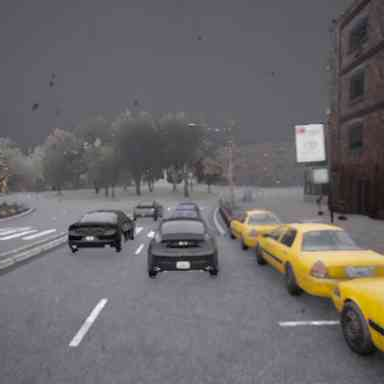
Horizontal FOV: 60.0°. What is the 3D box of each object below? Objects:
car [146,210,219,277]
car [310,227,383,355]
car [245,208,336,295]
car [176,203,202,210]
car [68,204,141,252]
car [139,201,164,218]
[{"bbox_3d":[-0.272,1.493,10.226,1.837,1.490,4.892,-1,-1,-2],"label":"car"},{"bbox_3d":[3.166,1.442,3.092,1.946,1.575,5.366,-1,0,-2],"label":"car"},{"bbox_3d":[2.950,1.437,8.613,1.946,1.575,5.366,-1,0,-2],"label":"car"},{"bbox_3d":[-0.316,1.524,24.809,2.033,1.411,5.357,0,0,3],"label":"car"},{"bbox_3d":[-3.604,1.495,14.100,1.882,1.535,5.008,-1,0,-1],"label":"car"},{"bbox_3d":[-3.431,1.469,26.988,2.128,1.511,4.902,0,1,4],"label":"car"}]
